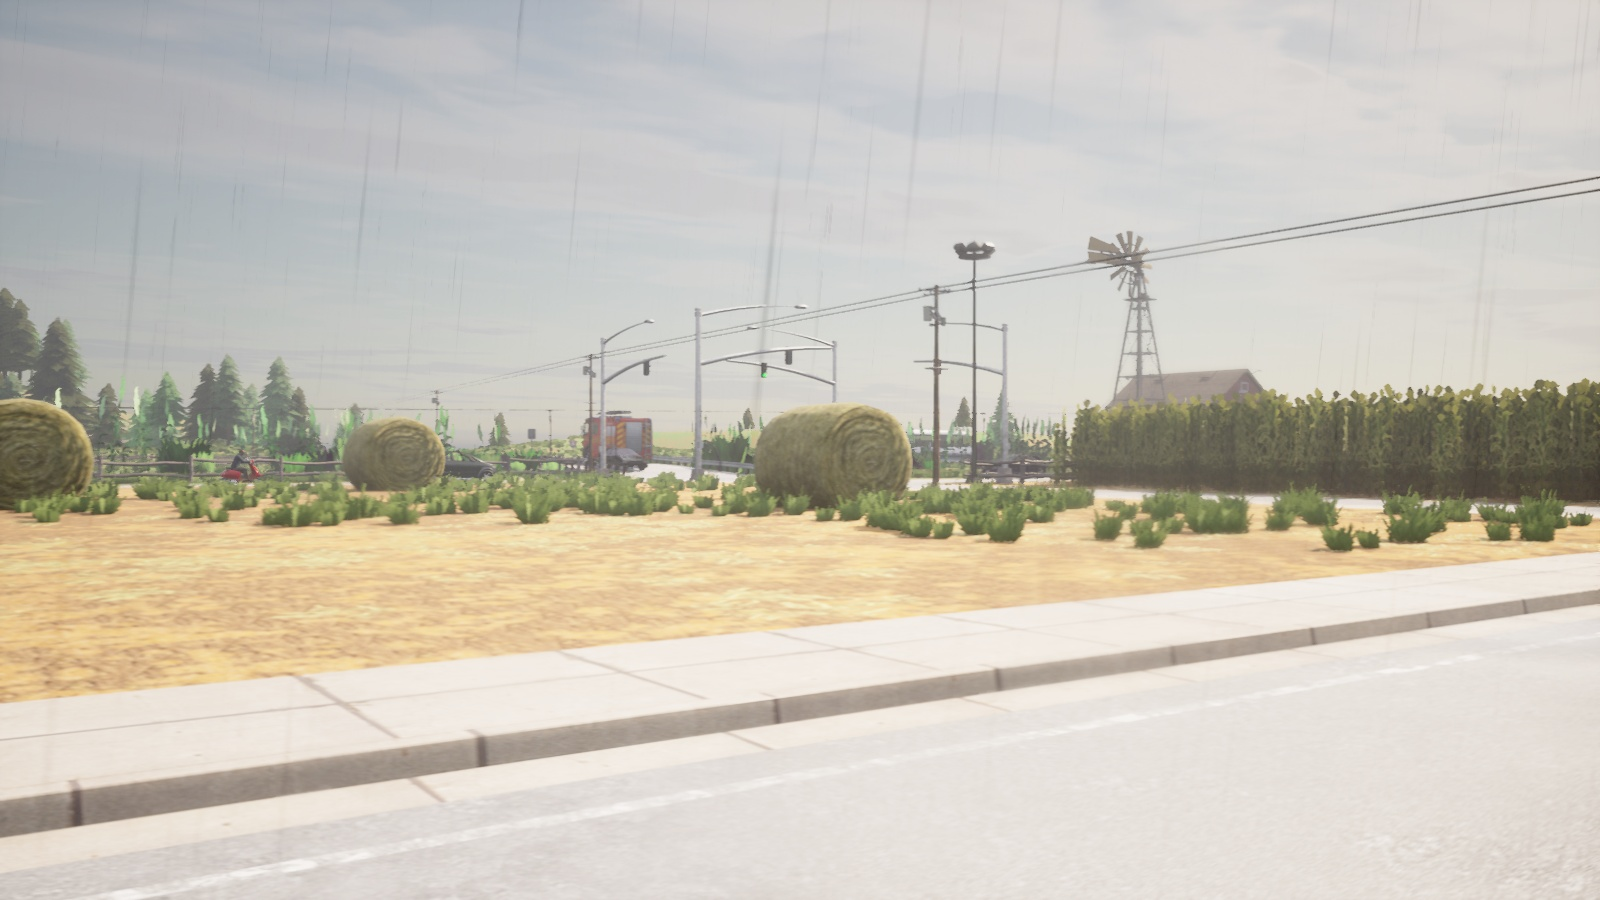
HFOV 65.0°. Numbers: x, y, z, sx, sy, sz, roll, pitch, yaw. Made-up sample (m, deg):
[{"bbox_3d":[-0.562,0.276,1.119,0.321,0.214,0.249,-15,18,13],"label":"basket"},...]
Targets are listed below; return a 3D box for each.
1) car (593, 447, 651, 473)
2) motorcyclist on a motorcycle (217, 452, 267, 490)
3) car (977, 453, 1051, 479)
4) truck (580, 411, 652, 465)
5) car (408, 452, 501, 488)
[{"bbox_3d":[-11.635,0.624,81.714,2.033,1.411,5.357,0,2,-28],"label":"car"},{"bbox_3d":[-23.367,0.868,52.615,1.817,1.590,0.866,0,0,-31],"label":"motorcyclist on a motorcycle"},{"bbox_3d":[12.699,0.941,74.518,4.193,1.474,1.816,0,0,-34],"label":"car"},{"bbox_3d":[-13.819,-0.843,93.618,2.891,3.827,8.468,0,0,-26],"label":"truck"},{"bbox_3d":[-15.729,0.889,57.208,3.705,1.549,1.789,0,0,-31],"label":"car"}]
